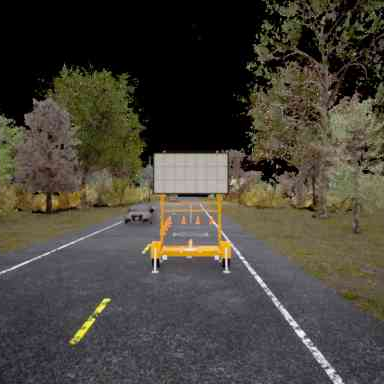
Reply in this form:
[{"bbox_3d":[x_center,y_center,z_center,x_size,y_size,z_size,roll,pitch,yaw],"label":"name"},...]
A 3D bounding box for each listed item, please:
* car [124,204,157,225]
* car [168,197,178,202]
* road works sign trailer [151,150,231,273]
[{"bbox_3d":[-3.696,1.584,24.335,1.994,1.385,4.181,0,0,0],"label":"car"},{"bbox_3d":[-3.766,1.681,66.307,1.994,1.385,4.181,0,0,0],"label":"car"},{"bbox_3d":[-0.036,0.469,10.672,2.380,3.560,2.880,0,0,0],"label":"road works sign trailer"}]
